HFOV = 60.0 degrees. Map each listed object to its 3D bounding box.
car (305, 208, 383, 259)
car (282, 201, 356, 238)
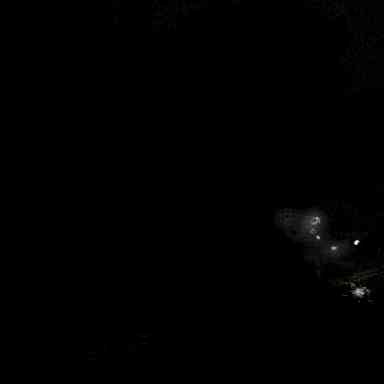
[{"bbox_3d":[6.894,1.486,12.591,5.357,1.411,2.033,0,0,-35],"label":"car"},{"bbox_3d":[6.477,1.283,16.286,4.553,1.767,2.097,0,0,-35],"label":"car"}]
